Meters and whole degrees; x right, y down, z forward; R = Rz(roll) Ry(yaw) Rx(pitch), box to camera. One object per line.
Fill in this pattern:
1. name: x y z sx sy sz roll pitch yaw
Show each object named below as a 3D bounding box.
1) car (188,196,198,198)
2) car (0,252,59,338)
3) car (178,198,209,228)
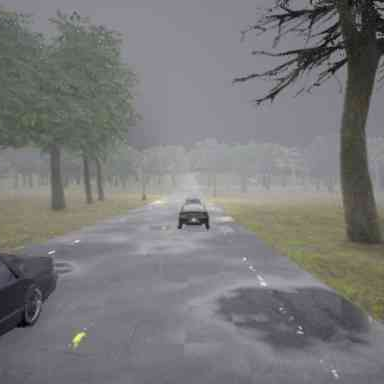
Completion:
1. car: 0.121 1.266 40.547 1.837 1.490 4.892 0 1 0
2. car: -3.576 1.561 4.311 2.033 1.411 5.357 0 0 0
3. car: 0.110 1.444 21.770 1.882 1.535 5.008 0 1 0
